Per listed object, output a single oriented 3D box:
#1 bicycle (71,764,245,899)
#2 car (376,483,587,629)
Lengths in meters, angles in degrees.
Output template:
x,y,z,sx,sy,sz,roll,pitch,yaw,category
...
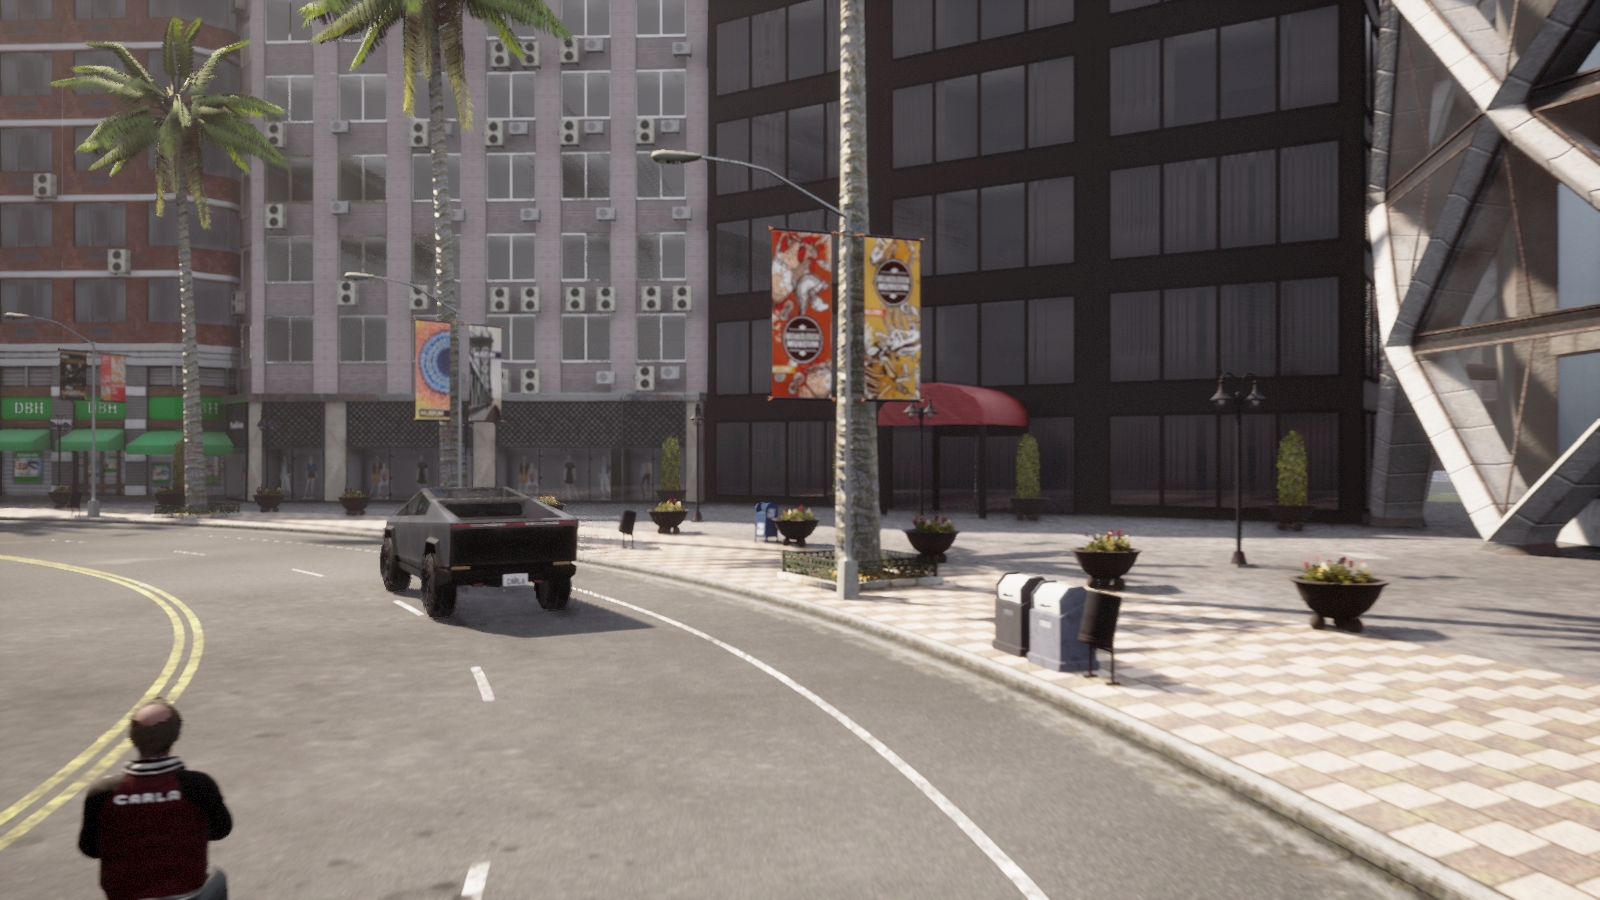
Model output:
x,y,z,sx,sy,sz,roll,pitch,yaw,category
-2.740,2.212,4.977,0.329,1.171,1.835,0,0,-18,bicycle
-6.131,1.758,21.285,2.390,2.098,6.274,0,0,-29,car
